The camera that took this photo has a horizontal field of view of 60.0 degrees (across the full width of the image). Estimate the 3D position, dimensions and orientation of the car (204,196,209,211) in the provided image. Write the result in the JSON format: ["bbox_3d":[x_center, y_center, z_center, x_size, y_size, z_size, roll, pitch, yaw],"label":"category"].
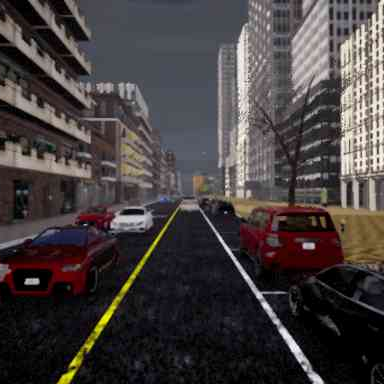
[{"bbox_3d":[2.784,1.479,37.866,1.882,1.535,5.008,0,0,-1],"label":"car"}]

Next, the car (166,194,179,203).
[{"bbox_3d":[-3.662,1.560,68.607,2.128,1.511,4.902,0,0,-1],"label":"car"}]

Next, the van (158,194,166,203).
[{"bbox_3d":[-6.368,1.407,70.576,1.690,1.788,3.998,0,0,-1],"label":"van"}]

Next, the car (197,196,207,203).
[{"bbox_3d":[2.013,1.590,70.658,2.008,1.369,4.403,0,0,-1],"label":"car"}]

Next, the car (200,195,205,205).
[{"bbox_3d":[2.177,1.583,54.090,1.947,1.339,4.313,0,0,-1],"label":"car"}]

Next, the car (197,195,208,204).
[{"bbox_3d":[2.068,1.471,65.135,1.967,1.590,4.097,0,0,-1],"label":"car"}]

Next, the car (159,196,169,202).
[{"bbox_3d":[-6.422,1.618,76.098,1.887,1.381,4.507,0,0,-1],"label":"car"}]

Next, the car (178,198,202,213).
[{"bbox_3d":[-0.240,1.611,36.154,1.895,1.301,4.718,0,0,-1],"label":"car"}]

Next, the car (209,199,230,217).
[{"bbox_3d":[2.859,1.501,30.866,1.837,1.490,4.892,0,0,-1],"label":"car"}]

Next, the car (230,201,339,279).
[{"bbox_3d":[2.616,1.307,9.909,2.192,1.841,5.009,0,0,-1],"label":"car"}]

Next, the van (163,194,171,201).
[{"bbox_3d":[-6.532,1.432,87.143,1.690,1.788,3.998,0,0,-1],"label":"van"}]

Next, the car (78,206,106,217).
[{"bbox_3d":[-5.874,1.567,20.871,1.887,1.381,4.507,0,0,-1],"label":"car"}]

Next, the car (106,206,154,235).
[{"bbox_3d":[-3.257,1.539,18.825,1.812,1.442,4.674,0,0,0],"label":"car"}]

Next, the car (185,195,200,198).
[{"bbox_3d":[-0.344,1.369,46.442,2.097,1.767,4.553,0,0,-1],"label":"car"}]

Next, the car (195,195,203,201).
[{"bbox_3d":[1.849,1.504,87.225,1.967,1.590,4.097,0,0,-1],"label":"car"}]

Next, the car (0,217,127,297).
[{"bbox_3d":[-3.162,1.574,8.550,1.994,1.385,4.181,0,0,0],"label":"car"}]

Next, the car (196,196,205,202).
[{"bbox_3d":[1.958,1.597,76.181,2.008,1.369,4.403,0,0,-1],"label":"car"}]

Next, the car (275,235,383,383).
[{"bbox_3d":[2.671,1.557,4.386,1.947,1.339,4.313,0,0,-1],"label":"car"}]
